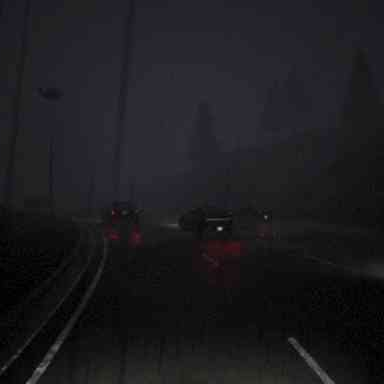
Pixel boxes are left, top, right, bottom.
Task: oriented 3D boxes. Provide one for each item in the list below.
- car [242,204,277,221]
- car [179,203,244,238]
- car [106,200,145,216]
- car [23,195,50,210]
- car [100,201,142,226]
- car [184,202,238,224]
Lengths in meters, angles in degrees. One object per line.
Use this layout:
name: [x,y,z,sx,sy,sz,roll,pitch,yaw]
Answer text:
car: [4.724,1.604,27.138,1.895,1.301,4.718,0,0,-23]
car: [0.626,1.508,17.893,2.128,1.511,4.902,0,0,-16]
car: [-7.002,1.626,34.435,2.033,1.411,5.357,0,0,-34]
car: [-21.020,1.379,45.351,5.566,2.045,2.150,0,0,44]
car: [-5.300,1.408,24.019,2.097,1.767,4.553,0,0,-24]
car: [1.320,1.569,26.342,2.033,1.411,5.357,0,0,-24]
